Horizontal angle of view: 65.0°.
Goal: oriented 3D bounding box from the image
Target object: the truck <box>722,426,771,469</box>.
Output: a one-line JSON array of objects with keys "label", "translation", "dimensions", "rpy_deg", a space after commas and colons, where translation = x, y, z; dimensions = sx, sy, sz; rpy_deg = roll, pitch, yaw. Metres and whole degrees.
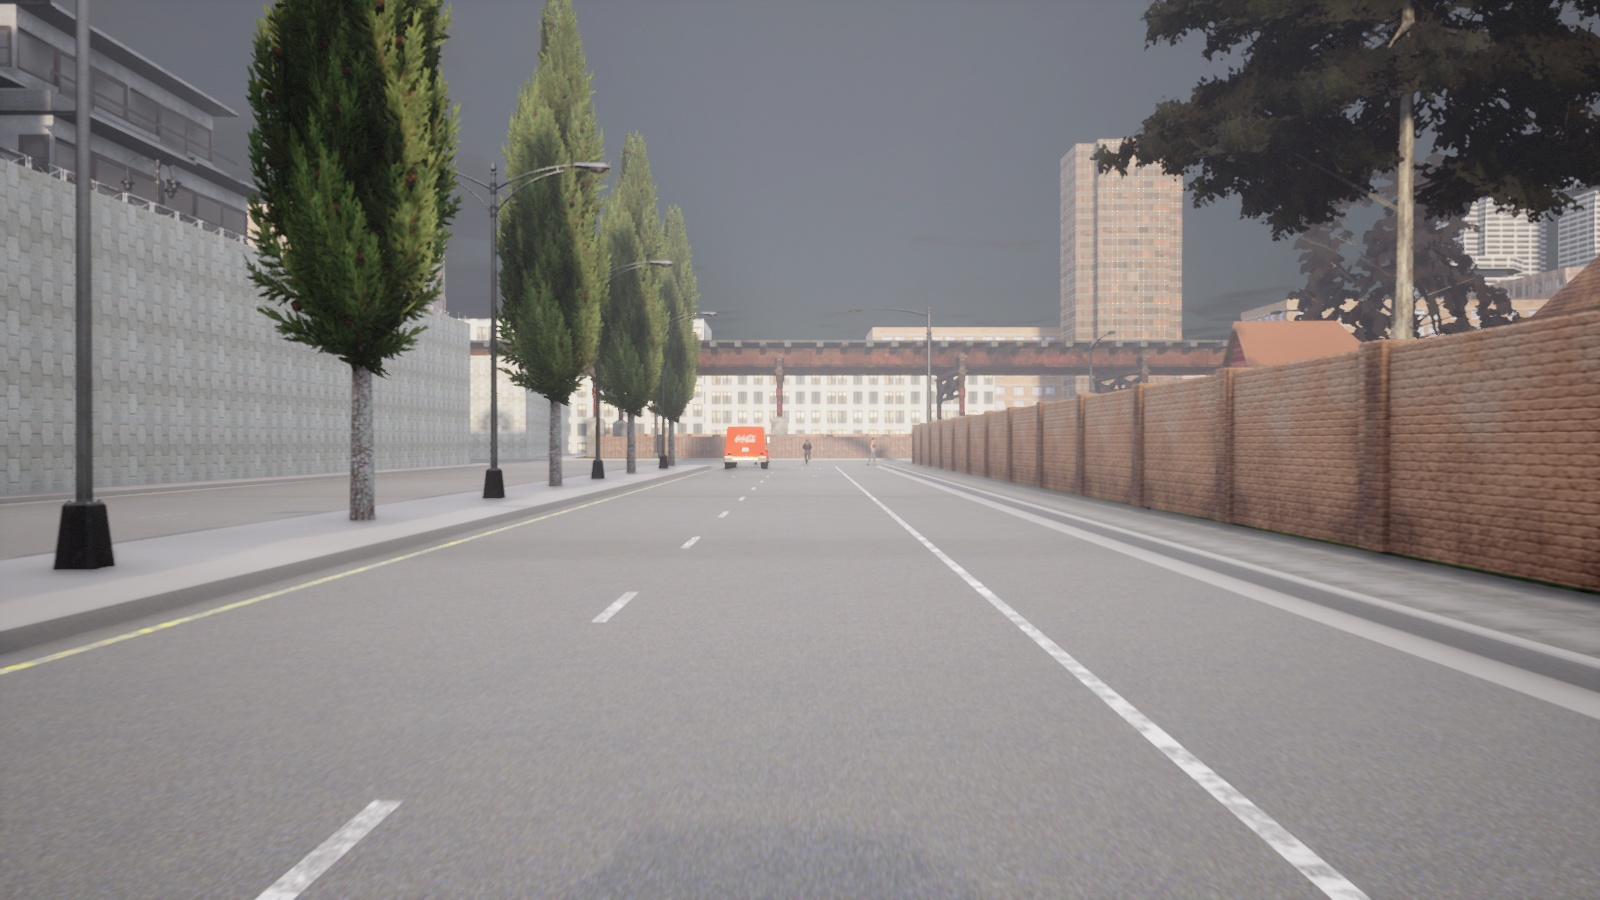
[{"label": "truck", "translation": [-3.066, -0.157, 73.527], "dimensions": [2.627, 2.467, 5.204], "rpy_deg": [0, 0, 0]}]
